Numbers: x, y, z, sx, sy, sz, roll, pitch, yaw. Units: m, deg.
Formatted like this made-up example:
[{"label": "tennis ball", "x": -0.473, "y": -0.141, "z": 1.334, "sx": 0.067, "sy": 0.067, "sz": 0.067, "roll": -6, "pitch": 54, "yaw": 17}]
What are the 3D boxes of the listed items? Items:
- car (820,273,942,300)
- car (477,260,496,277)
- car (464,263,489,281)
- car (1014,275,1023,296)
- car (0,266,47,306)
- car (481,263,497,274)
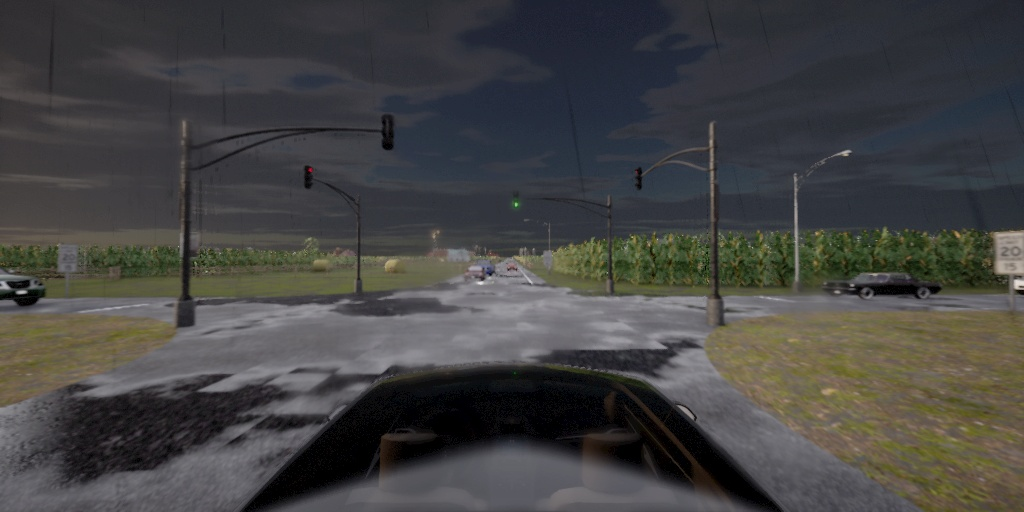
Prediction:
[{"label": "car", "x": 18.730, "y": 1.520, "z": 18.362, "sx": 4.718, "sy": 1.301, "sz": 1.895, "roll": 0, "pitch": -1, "yaw": -3}, {"label": "car", "x": -3.585, "y": 1.526, "z": 45.684, "sx": 2.150, "sy": 2.045, "sz": 5.566, "roll": 0, "pitch": -1, "yaw": 0}, {"label": "car", "x": -3.597, "y": 1.711, "z": 35.729, "sx": 1.812, "sy": 1.442, "sz": 4.674, "roll": 0, "pitch": -1, "yaw": 0}, {"label": "car", "x": 29.488, "y": 1.110, "z": 18.444, "sx": 5.566, "sy": 2.045, "sz": 2.150, "roll": 0, "pitch": -1, "yaw": -1}, {"label": "car", "x": -23.371, "y": 1.187, "z": 15.072, "sx": 5.566, "sy": 2.045, "sz": 2.150, "roll": 0, "pitch": -1, "yaw": 0}, {"label": "car", "x": -3.572, "y": 1.916, "z": 56.104, "sx": 2.128, "sy": 1.511, "sz": 4.902, "roll": 0, "pitch": -1, "yaw": 0}]
